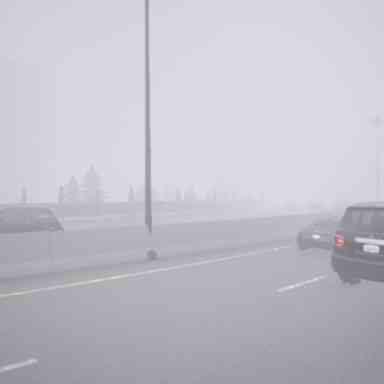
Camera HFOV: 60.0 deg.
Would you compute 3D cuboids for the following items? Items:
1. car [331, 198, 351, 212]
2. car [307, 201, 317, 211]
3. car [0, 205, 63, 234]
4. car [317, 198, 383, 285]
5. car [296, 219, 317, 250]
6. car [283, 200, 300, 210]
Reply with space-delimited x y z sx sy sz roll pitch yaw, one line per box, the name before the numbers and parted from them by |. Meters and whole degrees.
car | 19.584 1.652 43.535 2.097 1.767 4.553 0 -1 27
car | 17.534 1.942 47.092 1.895 1.301 4.718 0 -1 26
car | -8.460 1.438 15.365 4.553 1.767 2.097 0 -1 -38
car | 5.727 1.270 8.619 5.566 2.045 2.150 0 0 -41
car | 6.107 1.644 13.771 4.181 1.385 1.994 0 -1 -43
car | 14.959 1.923 49.772 2.033 1.411 5.357 0 -1 26
